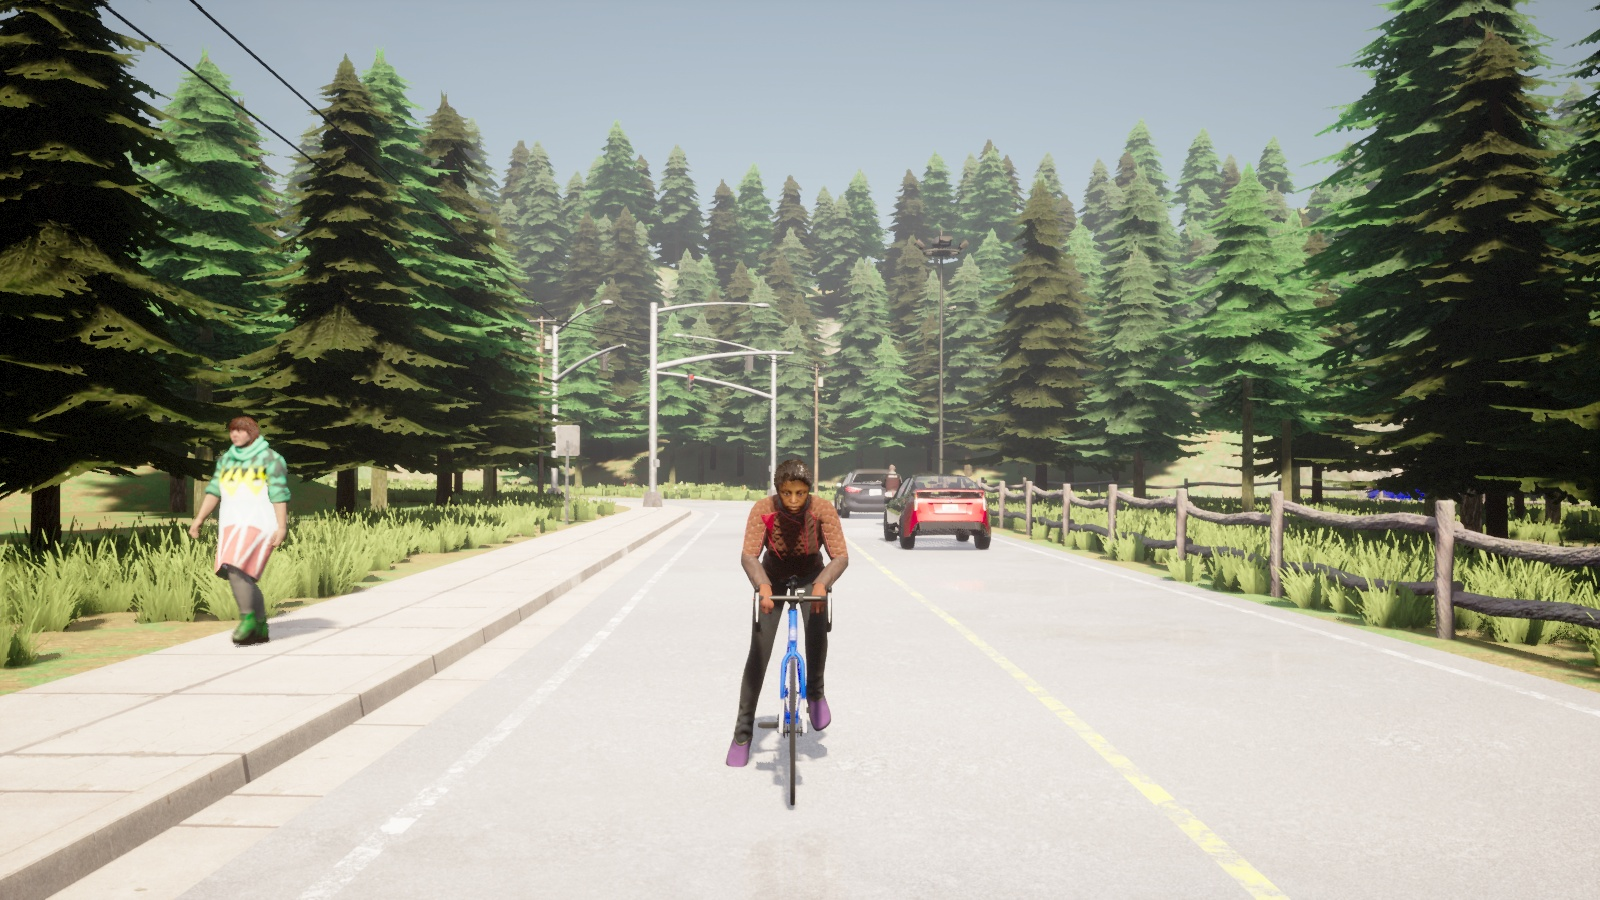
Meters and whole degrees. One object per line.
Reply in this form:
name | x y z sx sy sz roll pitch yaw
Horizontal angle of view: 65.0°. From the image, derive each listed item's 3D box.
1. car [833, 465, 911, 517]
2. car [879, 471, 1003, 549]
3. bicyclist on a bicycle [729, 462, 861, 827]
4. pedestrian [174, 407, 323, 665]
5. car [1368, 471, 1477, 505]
car | 2.401 1.381 43.205 2.242 1.667 4.611 0 -1 -2
car | 2.901 1.207 26.798 2.007 1.525 4.514 0 -1 -2
bicyclist on a bicycle | -0.030 0.875 6.417 0.582 1.620 1.656 0 -1 -1
pedestrian | -4.400 0.661 10.062 0.659 1.952 0.873 -1 -1 21
car | 28.003 1.698 56.553 4.193 1.474 1.816 -1 -1 33
